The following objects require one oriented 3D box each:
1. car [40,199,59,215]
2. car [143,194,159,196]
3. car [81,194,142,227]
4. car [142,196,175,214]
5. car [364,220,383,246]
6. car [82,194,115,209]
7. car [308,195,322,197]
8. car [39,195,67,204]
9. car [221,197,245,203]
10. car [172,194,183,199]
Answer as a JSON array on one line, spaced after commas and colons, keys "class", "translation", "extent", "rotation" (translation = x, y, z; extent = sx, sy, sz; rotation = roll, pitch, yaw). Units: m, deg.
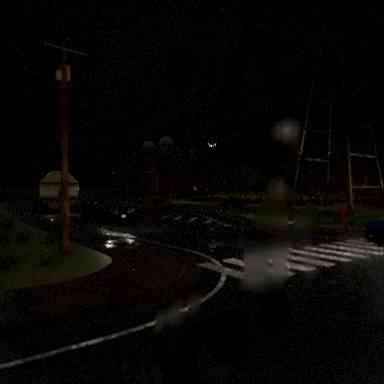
[{"class": "car", "translation": [-14.064, 1.459, 34.064], "extent": [1.837, 1.490, 4.892], "rotation": [0, 0, -36]}, {"class": "car", "translation": [-8.083, 1.151, 61.169], "extent": [4.605, 1.855, 1.932], "rotation": [0, 0, -36]}, {"class": "car", "translation": [-5.926, 1.177, 23.111], "extent": [2.150, 2.045, 5.566], "rotation": [0, 0, -36]}, {"class": "car", "translation": [-4.282, 1.415, 34.583], "extent": [4.193, 1.474, 1.816], "rotation": [0, 0, -36]}, {"class": "car", "translation": [9.322, 1.396, 12.935], "extent": [5.008, 1.535, 1.882], "rotation": [0, 2, -6]}, {"class": "car", "translation": [-12.726, 1.225, 45.108], "extent": [3.866, 1.878, 1.905], "rotation": [0, 0, -36]}, {"class": "car", "translation": [21.684, 1.225, 58.260], "extent": [1.837, 1.490, 4.892], "rotation": [0, 0, -36]}, {"class": "car", "translation": [-27.063, 1.393, 64.612], "extent": [4.611, 1.667, 2.242], "rotation": [0, 0, -36]}, {"class": "car", "translation": [5.377, 1.360, 43.164], "extent": [3.905, 1.438, 1.784], "rotation": [0, 0, -36]}, {"class": "car", "translation": [-4.267, 1.272, 94.122], "extent": [1.994, 1.385, 4.181], "rotation": [0, 0, -36]}]
